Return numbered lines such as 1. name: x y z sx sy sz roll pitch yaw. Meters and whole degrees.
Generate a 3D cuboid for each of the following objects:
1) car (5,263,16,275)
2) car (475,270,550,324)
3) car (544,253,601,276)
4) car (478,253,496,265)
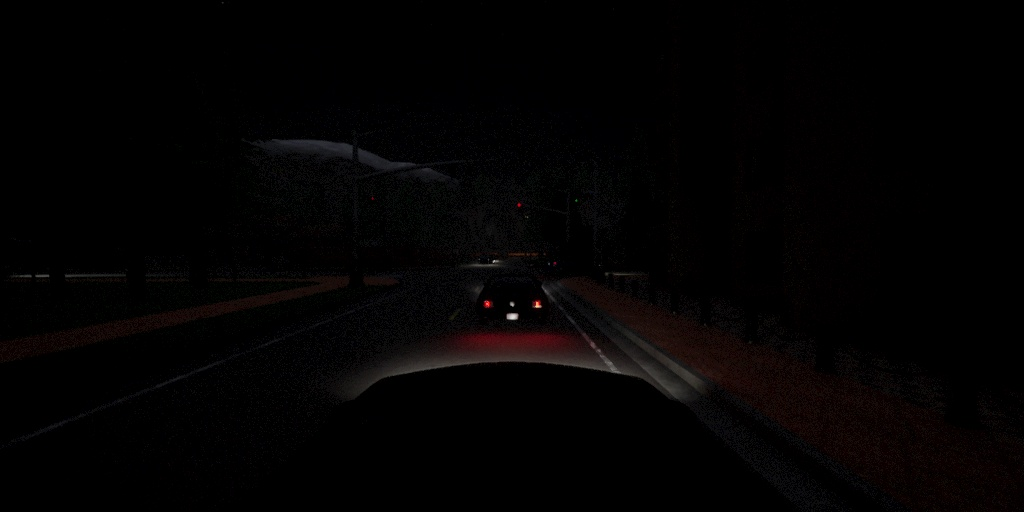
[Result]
1. car: -41.206 0.791 27.343 4.902 1.511 2.128 0 1 -2
2. car: 0.022 1.191 11.171 1.895 1.301 4.718 0 1 0
3. car: 4.907 0.655 28.769 4.553 1.767 2.097 0 2 -21
4. car: -3.783 0.392 51.166 1.882 1.535 5.008 0 1 0
